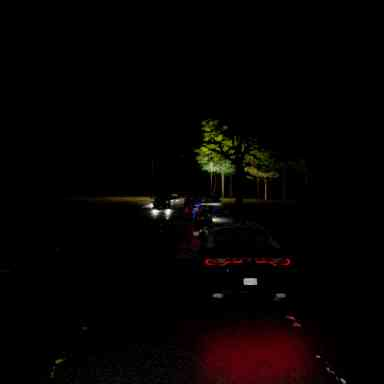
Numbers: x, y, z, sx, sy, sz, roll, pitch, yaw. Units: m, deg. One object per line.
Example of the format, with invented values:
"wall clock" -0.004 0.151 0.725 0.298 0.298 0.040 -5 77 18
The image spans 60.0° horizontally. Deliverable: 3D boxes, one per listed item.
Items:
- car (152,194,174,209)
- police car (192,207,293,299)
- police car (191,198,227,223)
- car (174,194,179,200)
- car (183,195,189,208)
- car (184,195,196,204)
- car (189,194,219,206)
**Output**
"car" -3.726 1.208 41.527 2.097 1.767 4.553 0 0 0
"police car" 1.057 1.416 8.614 1.930 1.638 5.238 0 0 0
"police car" 1.047 1.391 18.620 1.930 1.638 5.238 0 0 0
"car" -4.086 1.174 77.764 1.994 1.385 4.181 0 1 -1
"car" -0.128 1.326 45.214 2.128 1.511 4.902 0 0 0
"car" -0.307 1.300 59.623 2.033 1.411 5.357 0 0 -1
"car" 1.028 1.167 24.542 2.150 2.045 5.566 0 0 0
